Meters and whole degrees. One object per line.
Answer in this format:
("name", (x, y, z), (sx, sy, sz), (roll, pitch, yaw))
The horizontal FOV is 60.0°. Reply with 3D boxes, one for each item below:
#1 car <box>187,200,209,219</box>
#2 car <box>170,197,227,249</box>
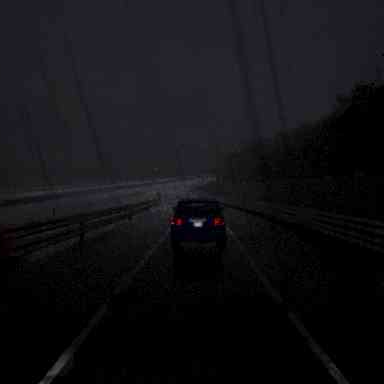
("car", (0.467, 1.500, 29.638), (1.812, 1.442, 4.674), (0, 0, 0))
("car", (0.297, 1.243, 14.584), (2.150, 2.045, 5.566), (0, 0, 2))
